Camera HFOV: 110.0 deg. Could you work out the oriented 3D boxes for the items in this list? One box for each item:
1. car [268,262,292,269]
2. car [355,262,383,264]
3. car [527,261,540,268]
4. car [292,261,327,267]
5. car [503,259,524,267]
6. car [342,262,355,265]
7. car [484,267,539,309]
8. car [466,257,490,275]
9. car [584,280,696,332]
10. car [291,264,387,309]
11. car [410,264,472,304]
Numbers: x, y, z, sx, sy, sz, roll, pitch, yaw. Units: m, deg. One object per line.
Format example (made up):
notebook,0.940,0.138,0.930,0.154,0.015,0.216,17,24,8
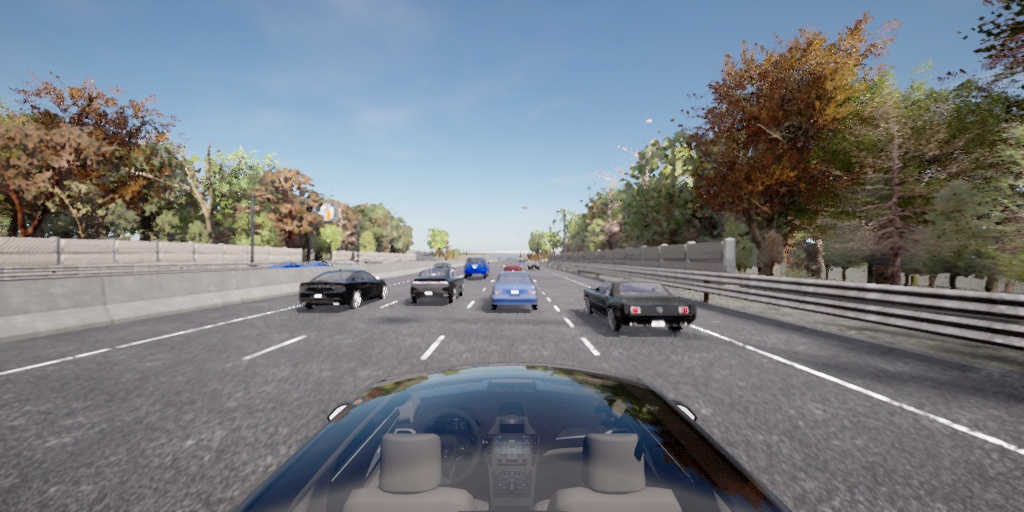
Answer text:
car,-28.072,1.438,44.520,1.882,1.535,5.008,0,0,0
car,-17.577,1.443,45.564,1.882,1.535,5.008,0,0,0
car,3.507,1.623,59.686,1.895,1.301,4.718,0,0,0
car,-24.576,1.438,44.503,1.882,1.535,5.008,0,0,0
car,0.106,1.402,37.687,1.882,1.535,5.008,0,0,0
car,-21.072,1.497,46.590,1.812,1.442,4.674,0,0,0
car,0.099,1.361,15.412,2.033,1.411,5.357,0,0,0
car,-3.398,1.134,35.324,2.150,2.045,5.566,0,0,0
car,3.563,1.375,11.036,1.895,1.301,4.718,0,0,-1
car,-6.897,1.291,15.228,1.882,1.535,5.008,0,0,0
car,-3.399,1.313,17.014,2.128,1.511,4.902,0,0,0
